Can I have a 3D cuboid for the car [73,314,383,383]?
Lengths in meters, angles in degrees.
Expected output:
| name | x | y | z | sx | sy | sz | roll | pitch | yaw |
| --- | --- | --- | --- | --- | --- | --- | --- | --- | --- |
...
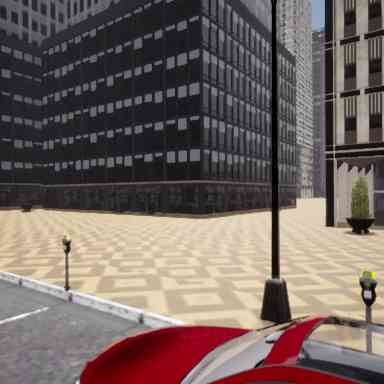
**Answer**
| name | x | y | z | sx | sy | sz | roll | pitch | yaw |
| --- | --- | --- | --- | --- | --- | --- | --- | --- | --- |
| car | 0.898 | 1.579 | 2.218 | 4.206 | 1.307 | 1.802 | 0 | 0 | 36 |
